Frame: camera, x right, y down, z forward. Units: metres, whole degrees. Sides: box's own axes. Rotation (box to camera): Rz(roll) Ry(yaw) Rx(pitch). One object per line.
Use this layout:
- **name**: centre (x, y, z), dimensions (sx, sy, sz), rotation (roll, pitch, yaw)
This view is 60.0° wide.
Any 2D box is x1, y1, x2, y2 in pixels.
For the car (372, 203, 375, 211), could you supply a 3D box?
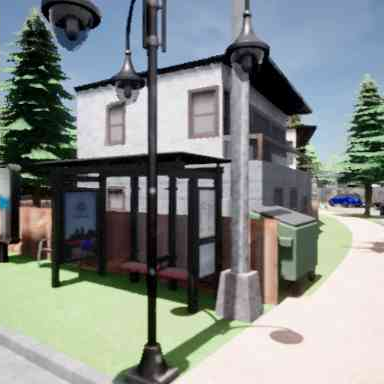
- **car**: centre (22.651, 1.487, 38.126), dimensions (2.128, 1.511, 4.902), rotation (0, 0, 0)

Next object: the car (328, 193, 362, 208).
- **car**: centre (22.042, 1.205, 48.078), dimensions (2.150, 2.045, 5.566), rotation (0, 0, -9)

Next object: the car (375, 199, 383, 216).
- **car**: centre (18.340, 1.347, 29.283), dimensions (2.097, 1.767, 4.553), rotation (0, 0, 9)
